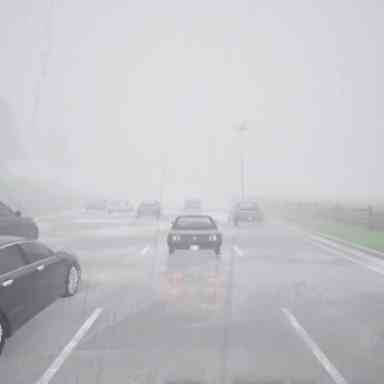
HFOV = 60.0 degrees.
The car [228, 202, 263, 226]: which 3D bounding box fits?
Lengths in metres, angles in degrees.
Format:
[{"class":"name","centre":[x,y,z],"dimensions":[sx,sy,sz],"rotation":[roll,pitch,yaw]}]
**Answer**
[{"class":"car","centre":[3.574,1.404,22.753],"dimensions":[2.128,1.511,4.902],"rotation":[0,0,0]}]

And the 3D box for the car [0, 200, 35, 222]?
[{"class":"car","centre":[-6.911,1.189,10.329],"dimensions":[2.150,2.045,5.566],"rotation":[0,0,0]}]

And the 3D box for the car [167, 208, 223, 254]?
[{"class":"car","centre":[0.086,1.552,13.260],"dimensions":[1.895,1.301,4.718],"rotation":[0,0,0]}]

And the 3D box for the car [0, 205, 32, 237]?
[{"class":"car","centre":[-10.420,1.495,16.862],"dimensions":[2.033,1.411,5.357],"rotation":[0,0,0]}]

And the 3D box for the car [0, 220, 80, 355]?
[{"class":"car","centre":[-3.425,1.487,5.578],"dimensions":[1.837,1.490,4.892],"rotation":[0,0,0]}]

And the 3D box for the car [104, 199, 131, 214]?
[{"class":"car","centre":[-6.940,1.486,32.939],"dimensions":[1.895,1.301,4.718],"rotation":[0,0,0]}]

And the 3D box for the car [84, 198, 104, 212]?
[{"class":"car","centre":[-10.445,1.419,37.329],"dimensions":[2.033,1.411,5.357],"rotation":[0,0,0]}]

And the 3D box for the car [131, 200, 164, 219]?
[{"class":"car","centre":[-3.433,1.392,27.827],"dimensions":[2.128,1.511,4.902],"rotation":[0,0,0]}]

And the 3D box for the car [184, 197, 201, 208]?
[{"class":"car","centre":[0.053,1.336,38.393],"dimensions":[1.882,1.535,5.008],"rotation":[0,0,0]}]
